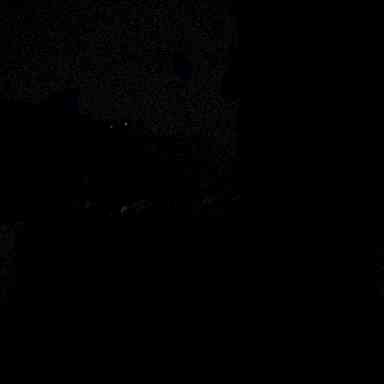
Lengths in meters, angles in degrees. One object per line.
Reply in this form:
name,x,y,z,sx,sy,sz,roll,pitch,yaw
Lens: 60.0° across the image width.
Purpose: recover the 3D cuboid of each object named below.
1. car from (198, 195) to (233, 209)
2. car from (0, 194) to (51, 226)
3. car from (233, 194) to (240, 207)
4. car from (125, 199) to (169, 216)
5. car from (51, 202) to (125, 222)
car,2.468,1.135,37.725,1.967,1.590,4.097,0,0,35
car,-11.801,1.115,22.032,2.150,2.045,5.566,-1,0,35
car,5.733,1.238,42.366,1.802,1.307,4.206,0,0,35
car,-3.961,1.303,28.580,1.752,1.417,4.829,0,0,35
car,-7.322,1.374,23.799,2.008,1.369,4.403,0,0,35
